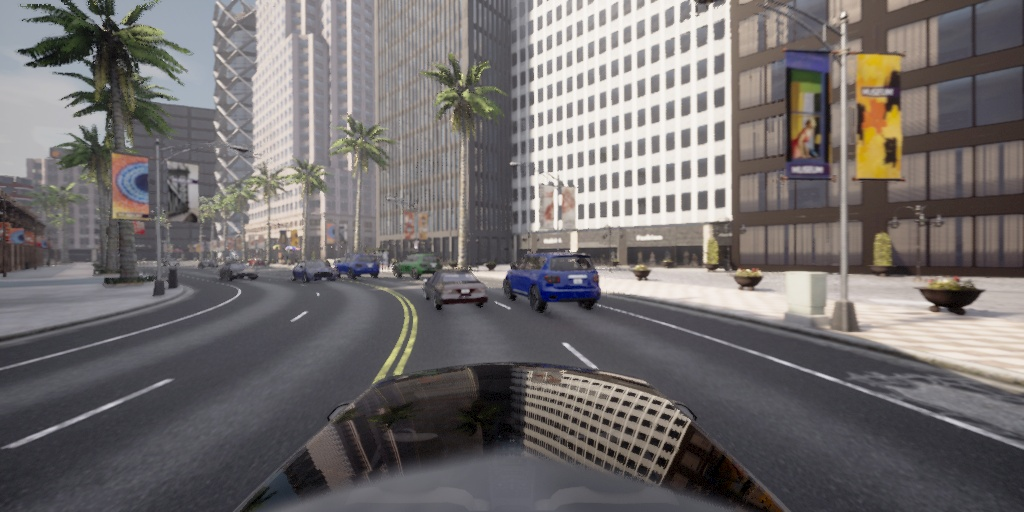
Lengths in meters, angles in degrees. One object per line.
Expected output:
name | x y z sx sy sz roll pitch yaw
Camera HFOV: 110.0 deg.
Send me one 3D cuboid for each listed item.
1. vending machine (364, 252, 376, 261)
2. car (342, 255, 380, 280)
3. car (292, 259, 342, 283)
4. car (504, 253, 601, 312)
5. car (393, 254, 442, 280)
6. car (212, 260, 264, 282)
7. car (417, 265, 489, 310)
vending machine | -20.549 0.841 51.508 0.880 2.100 1.100 0 0 41
car | -13.435 0.920 30.899 5.566 2.045 2.150 0 0 44
car | -15.118 1.081 27.388 4.553 1.767 2.097 0 0 45
car | 1.342 0.898 14.102 2.150 2.045 5.566 0 0 -17
car | -8.002 0.883 30.341 2.150 2.045 5.566 0 0 -42
car | -22.745 1.321 29.709 5.357 1.411 2.033 0 0 41
car | -2.461 1.249 14.669 2.033 1.411 5.357 0 0 -20
